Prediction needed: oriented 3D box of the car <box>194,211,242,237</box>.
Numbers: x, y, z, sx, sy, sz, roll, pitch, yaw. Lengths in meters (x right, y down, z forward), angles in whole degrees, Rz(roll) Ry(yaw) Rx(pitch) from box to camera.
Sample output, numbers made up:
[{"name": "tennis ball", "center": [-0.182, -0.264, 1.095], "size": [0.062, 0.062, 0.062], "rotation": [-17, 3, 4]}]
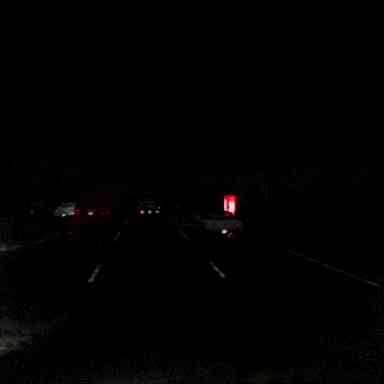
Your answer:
[{"name": "car", "center": [1.296, 1.691, 18.859], "size": [1.895, 1.301, 4.718], "rotation": [0, 0, -8]}]

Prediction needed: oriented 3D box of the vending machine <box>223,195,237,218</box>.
[{"name": "vending machine", "center": [3.553, 1.343, 30.948], "size": [1.100, 2.100, 0.880], "rotation": [0, 0, -8]}]

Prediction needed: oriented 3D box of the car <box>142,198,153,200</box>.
[{"name": "car", "center": [-5.843, 1.566, 43.689], "size": [2.097, 1.767, 4.553], "rotation": [0, 0, -8]}]

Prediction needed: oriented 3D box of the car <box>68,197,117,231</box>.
[{"name": "car", "center": [-6.174, 1.329, 21.586], "size": [2.150, 2.045, 5.566], "rotation": [0, 0, -8]}]

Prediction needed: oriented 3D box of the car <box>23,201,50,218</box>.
[{"name": "car", "center": [-14.838, 1.643, 32.563], "size": [1.882, 1.535, 5.008], "rotation": [0, 0, -8]}]

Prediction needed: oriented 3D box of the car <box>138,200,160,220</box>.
[{"name": "car", "center": [-3.776, 1.692, 29.460], "size": [2.033, 1.411, 5.357], "rotation": [0, 0, -8]}]

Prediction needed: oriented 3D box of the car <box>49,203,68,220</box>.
[{"name": "car", "center": [-10.863, 1.675, 29.539], "size": [1.812, 1.442, 4.674], "rotation": [0, 0, -8]}]
